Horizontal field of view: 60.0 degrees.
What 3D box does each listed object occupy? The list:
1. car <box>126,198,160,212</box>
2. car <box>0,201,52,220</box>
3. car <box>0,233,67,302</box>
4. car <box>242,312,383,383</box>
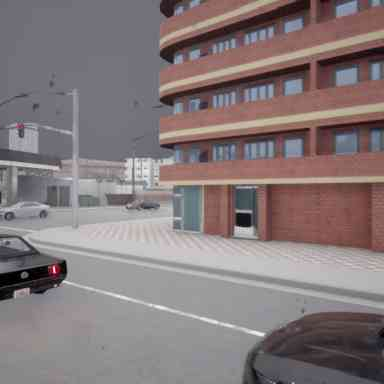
[{"bbox_3d":[-5.855,1.520,40.147,2.128,1.511,4.902,0,0,35],"label":"car"},{"bbox_3d":[-14.193,1.523,27.981,1.812,1.442,4.674,0,0,34],"label":"car"},{"bbox_3d":[-4.982,1.599,7.530,4.718,1.301,1.895,0,0,36],"label":"car"},{"bbox_3d":[2.673,1.513,2.088,4.892,1.490,1.837,0,0,35],"label":"car"}]
